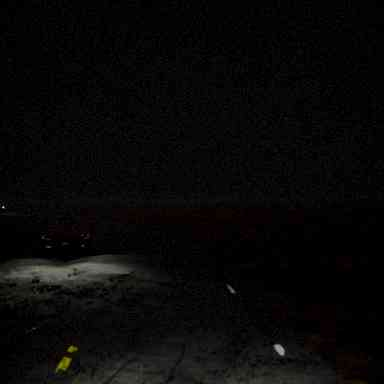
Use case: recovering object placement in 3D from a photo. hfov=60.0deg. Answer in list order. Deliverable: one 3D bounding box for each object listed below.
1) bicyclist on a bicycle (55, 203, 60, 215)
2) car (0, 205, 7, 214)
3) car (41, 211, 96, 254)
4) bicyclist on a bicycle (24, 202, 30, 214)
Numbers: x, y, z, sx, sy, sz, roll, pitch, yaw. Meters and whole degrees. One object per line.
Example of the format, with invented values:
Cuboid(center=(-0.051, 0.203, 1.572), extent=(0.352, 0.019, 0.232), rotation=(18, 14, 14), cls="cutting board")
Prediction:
Cuboid(center=(-18.219, 2.363, 44.995), extent=(0.582, 1.620, 1.656), rotation=(2, -3, -44), cls="bicyclist on a bicycle")
Cuboid(center=(-29.496, 2.343, 49.345), extent=(4.553, 1.767, 2.097), rotation=(-1, -3, 35), cls="car")
Cuboid(center=(-5.290, 1.645, 14.522), extent=(1.882, 1.535, 5.008), rotation=(1, -1, -16), cls="car")
Cuboid(center=(-25.464, 2.469, 51.324), extent=(1.843, 1.776, 0.659), rotation=(-1, -3, 37), cls="bicyclist on a bicycle")
